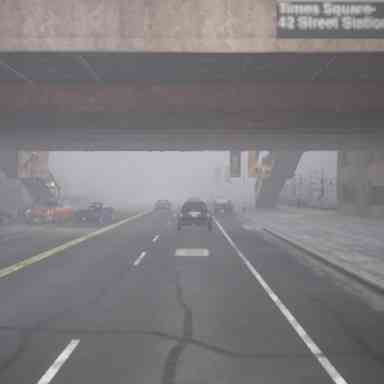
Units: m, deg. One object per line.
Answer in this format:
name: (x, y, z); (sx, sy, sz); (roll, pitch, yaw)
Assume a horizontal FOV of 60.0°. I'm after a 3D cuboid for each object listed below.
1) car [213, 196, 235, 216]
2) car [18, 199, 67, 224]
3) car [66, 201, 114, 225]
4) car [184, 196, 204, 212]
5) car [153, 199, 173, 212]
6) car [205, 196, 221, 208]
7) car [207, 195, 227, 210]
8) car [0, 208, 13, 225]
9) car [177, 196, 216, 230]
car: (3.146, 1.461, 32.545); (2.231, 1.521, 4.892); (0, 0, 10)
car: (-10.511, 1.336, 24.773); (2.097, 1.767, 4.553); (0, 0, 1)
car: (-7.018, 1.462, 24.061); (1.882, 1.535, 5.008); (0, 0, 1)
car: (0.230, 1.328, 38.490); (2.097, 1.767, 4.553); (0, 0, 0)
car: (-3.259, 1.523, 37.581); (2.033, 1.411, 5.357); (0, 0, 0)
car: (3.051, 1.449, 49.746); (2.097, 1.535, 5.008); (0, 0, 0)
car: (3.187, 1.327, 43.321); (2.185, 1.767, 4.553); (0, 0, 0)
car: (-13.590, 1.581, 21.326); (1.895, 1.301, 4.718); (0, 0, 0)
car: (0.169, 1.338, 20.940); (2.097, 1.767, 4.553); (0, 0, 1)
